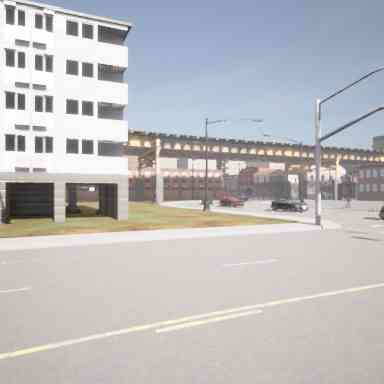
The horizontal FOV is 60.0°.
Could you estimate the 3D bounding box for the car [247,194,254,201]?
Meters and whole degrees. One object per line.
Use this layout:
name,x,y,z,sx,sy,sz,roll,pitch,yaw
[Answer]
car,11.346,1.515,75.425,2.128,1.511,4.902,0,0,41

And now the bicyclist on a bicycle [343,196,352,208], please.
bicyclist on a bicycle,20.236,1.295,43.344,1.656,1.620,0.582,0,0,-25

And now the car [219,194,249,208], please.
car,5.778,1.472,48.622,1.882,1.535,5.008,0,0,-23

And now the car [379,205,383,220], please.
car,16.738,1.345,25.068,2.097,1.767,4.553,0,0,-25

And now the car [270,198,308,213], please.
car,10.894,1.485,37.433,2.128,1.511,4.902,0,0,-25

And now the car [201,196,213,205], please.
car,2.664,1.499,59.845,1.837,1.490,4.892,0,0,-1
